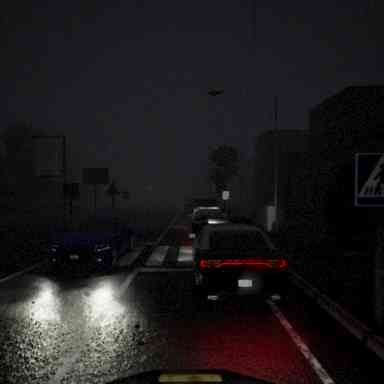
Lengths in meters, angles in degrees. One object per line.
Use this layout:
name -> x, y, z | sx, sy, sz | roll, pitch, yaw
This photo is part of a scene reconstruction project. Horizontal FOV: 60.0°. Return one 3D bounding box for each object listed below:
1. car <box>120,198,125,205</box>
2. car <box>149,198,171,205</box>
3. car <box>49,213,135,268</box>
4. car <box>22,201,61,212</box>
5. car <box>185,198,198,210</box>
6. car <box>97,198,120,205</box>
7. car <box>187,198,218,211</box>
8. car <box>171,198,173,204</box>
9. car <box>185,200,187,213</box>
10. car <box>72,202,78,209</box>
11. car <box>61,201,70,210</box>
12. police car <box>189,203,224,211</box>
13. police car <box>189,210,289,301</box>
car -> -21.983, 2.807, 91.752 | 5.008, 1.535, 2.097 | 0, -1, 0
car -> -8.893, 2.754, 88.943 | 4.892, 1.521, 2.231 | 0, -1, 0
car -> -3.269, 1.556, 11.726 | 1.882, 1.535, 5.008 | 0, -1, 0
car -> -21.996, 2.132, 48.006 | 4.674, 1.452, 2.002 | 0, -1, 0
car -> -0.044, 2.039, 59.259 | 2.150, 2.045, 5.566 | 0, -1, 0
car -> -21.975, 2.699, 86.185 | 5.008, 1.535, 2.097 | 0, -1, 0
car -> 0.940, 1.503, 24.518 | 2.150, 2.045, 5.566 | 0, -1, 0
car -> -8.927, 2.557, 91.749 | 5.566, 2.045, 2.435 | 0, -1, 0
car -> -0.027, 2.115, 45.824 | 1.837, 1.490, 4.892 | 0, -1, 0
car -> -22.001, 2.195, 54.555 | 5.008, 1.535, 2.097 | 0, -1, 0
car -> -21.992, 2.145, 51.282 | 4.892, 1.521, 2.231 | 0, -1, 0
police car -> 0.943, 1.610, 18.593 | 1.930, 1.638, 5.238 | 0, -1, 0
police car -> 0.956, 1.467, 8.582 | 1.930, 1.638, 5.238 | 0, -1, 0
